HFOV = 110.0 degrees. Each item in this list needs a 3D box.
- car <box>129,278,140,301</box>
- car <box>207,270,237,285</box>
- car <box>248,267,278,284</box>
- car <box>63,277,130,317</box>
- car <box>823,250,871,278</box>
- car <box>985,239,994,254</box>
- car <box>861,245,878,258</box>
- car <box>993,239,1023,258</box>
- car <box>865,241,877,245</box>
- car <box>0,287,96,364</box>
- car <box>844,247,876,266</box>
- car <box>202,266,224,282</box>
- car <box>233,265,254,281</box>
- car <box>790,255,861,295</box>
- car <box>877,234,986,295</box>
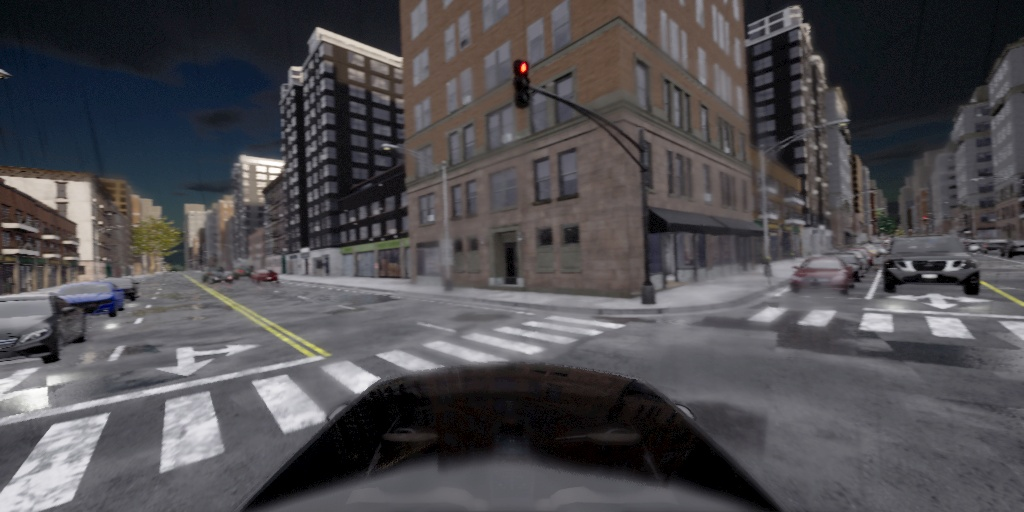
[{"bbox_3d":[-25.663,2.159,23.305,1.882,1.535,5.008,-2,0,-43],"label":"car"},{"bbox_3d":[-33.820,2.598,41.721,1.895,1.301,4.718,-2,0,-43],"label":"car"},{"bbox_3d":[-27.171,2.235,39.393,1.882,1.535,5.008,-2,0,-43],"label":"car"},{"bbox_3d":[-18.675,1.894,15.866,1.882,1.535,5.008,-2,0,-43],"label":"car"},{"bbox_3d":[16.696,0.510,18.314,4.313,1.339,1.948,0,0,-43],"label":"car"},{"bbox_3d":[46.762,-0.969,34.689,4.403,1.370,2.007,0,0,-43],"label":"car"},{"bbox_3d":[24.781,0.098,25.849,4.507,1.381,1.888,0,0,-43],"label":"car"},{"bbox_3d":[38.676,-0.561,27.151,4.313,1.339,1.948,0,0,-43],"label":"car"},{"bbox_3d":[36.784,-0.510,37.036,4.829,1.417,1.751,0,0,-43],"label":"car"},{"bbox_3d":[-11.681,1.674,8.438,1.812,1.442,4.674,-2,0,-43],"label":"car"},{"bbox_3d":[20.738,0.299,22.081,4.403,1.370,2.007,0,0,-43],"label":"car"},{"bbox_3d":[-40.591,2.469,48.897,2.150,2.045,5.566,-2,0,-43],"label":"car"},{"bbox_3d":[-37.797,2.371,50.675,2.150,2.045,5.566,-2,0,-44],"label":"car"},{"bbox_3d":[12.654,0.722,14.546,4.207,1.307,1.802,0,0,-43],"label":"car"},{"bbox_3d":[15.608,0.216,13.578,5.566,2.045,2.150,-3,0,-43],"label":"car"}]
